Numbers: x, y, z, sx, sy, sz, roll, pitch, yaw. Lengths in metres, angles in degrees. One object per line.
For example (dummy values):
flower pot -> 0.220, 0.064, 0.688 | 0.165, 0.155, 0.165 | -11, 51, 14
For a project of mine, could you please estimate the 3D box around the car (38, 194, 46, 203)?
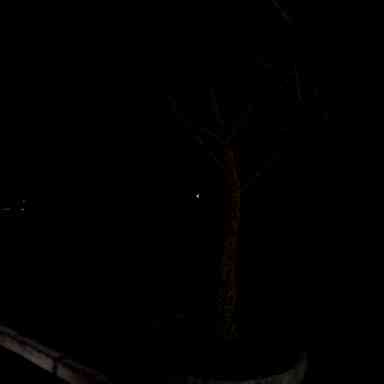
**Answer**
car -> -19.538, 1.052, 41.474 | 2.097, 1.767, 4.553 | 1, 0, 32
